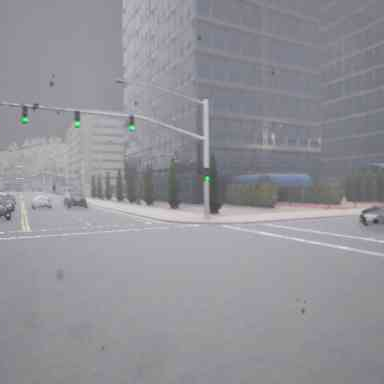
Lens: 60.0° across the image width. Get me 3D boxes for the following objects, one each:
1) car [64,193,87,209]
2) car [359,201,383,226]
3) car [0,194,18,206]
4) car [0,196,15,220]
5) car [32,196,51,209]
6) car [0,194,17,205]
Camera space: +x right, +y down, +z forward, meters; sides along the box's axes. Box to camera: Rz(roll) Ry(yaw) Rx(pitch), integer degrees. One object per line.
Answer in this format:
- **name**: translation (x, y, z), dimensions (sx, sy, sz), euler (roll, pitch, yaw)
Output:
- **car**: translation (-13.646, 0.930, 38.737), dimensions (2.097, 1.767, 4.553), euler (-1, 1, -27)
- **car**: translation (11.284, 1.119, 18.224), dimensions (4.902, 1.511, 2.128), euler (-1, 1, -28)
- **car**: translation (-25.180, 1.085, 45.589), dimensions (2.128, 1.511, 4.902), euler (-1, 1, -27)
- **car**: translation (-14.725, 1.285, 25.167), dimensions (1.837, 1.490, 4.892), euler (-1, 1, -27)
- **car**: translation (-17.139, 1.150, 37.879), dimensions (1.812, 1.442, 4.674), euler (-1, 1, -27)
- **car**: translation (-18.855, 1.059, 33.204), dimensions (2.097, 1.767, 4.553), euler (-1, 1, -27)
